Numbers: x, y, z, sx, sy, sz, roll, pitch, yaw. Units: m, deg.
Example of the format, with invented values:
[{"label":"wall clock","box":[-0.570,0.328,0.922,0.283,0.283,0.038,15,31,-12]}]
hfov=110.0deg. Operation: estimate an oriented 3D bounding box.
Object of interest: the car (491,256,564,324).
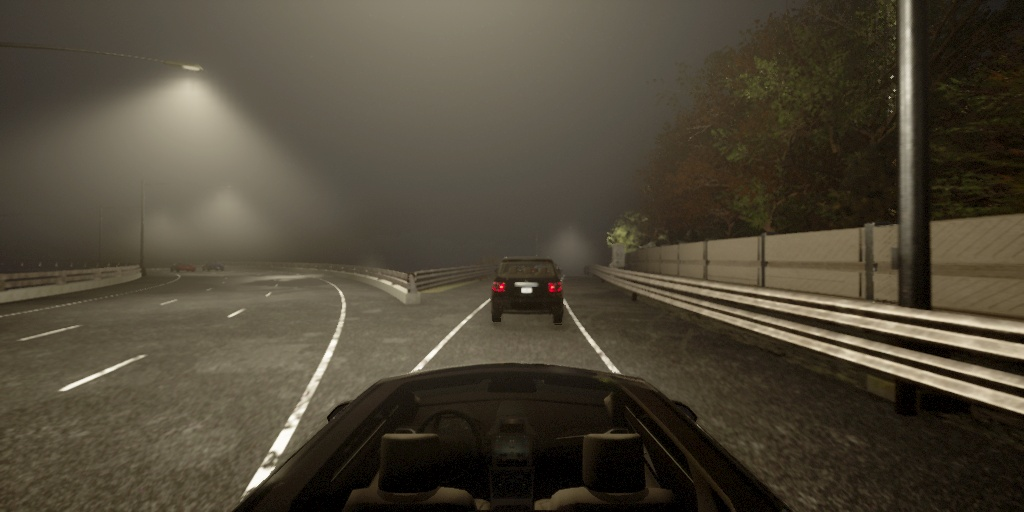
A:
[{"label":"car","box":[0.538,1.031,12.464,2.150,2.045,5.566,0,0,3]}]
